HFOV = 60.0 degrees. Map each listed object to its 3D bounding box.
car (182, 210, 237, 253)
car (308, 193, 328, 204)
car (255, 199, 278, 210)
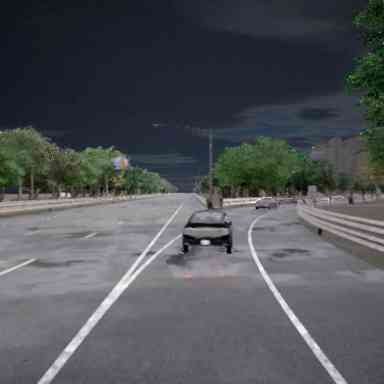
[{"bbox_3d":[0.778,1.490,13.683,2.128,1.511,4.902,0,0,8],"label":"car"},{"bbox_3d":[23.325,1.185,61.503,2.150,2.045,5.566,0,0,43],"label":"car"},{"bbox_3d":[9.432,1.534,41.796,2.033,1.411,5.357,0,0,27],"label":"car"}]
